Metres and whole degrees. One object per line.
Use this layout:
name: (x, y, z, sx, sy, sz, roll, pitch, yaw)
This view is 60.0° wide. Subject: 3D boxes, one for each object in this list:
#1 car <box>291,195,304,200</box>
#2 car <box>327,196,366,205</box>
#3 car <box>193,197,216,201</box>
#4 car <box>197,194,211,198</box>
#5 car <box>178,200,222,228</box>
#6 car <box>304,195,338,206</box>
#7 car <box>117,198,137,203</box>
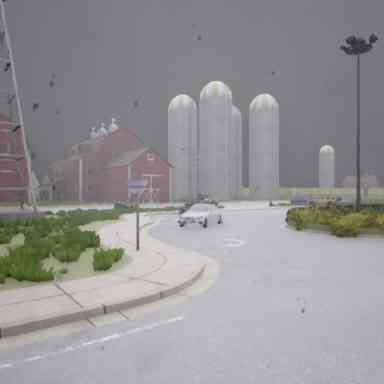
car: (21.456, 1.473, 64.796, 2.242, 1.667, 4.611, 0, 0, -37)
car: (18.907, 1.543, 39.874, 5.357, 1.411, 2.033, 0, 0, -37)
car: (0.561, 1.518, 31.996, 1.784, 1.438, 3.905, 0, 0, -37)
car: (2.199, 1.309, 50.129, 1.905, 1.878, 3.866, 0, 0, -37)
car: (0.674, 1.524, 22.254, 1.812, 1.442, 4.674, 0, 0, 23)
car: (18.336, 1.305, 45.759, 1.932, 1.855, 4.605, 0, 0, -37)
car: (-8.183, 1.504, 41.508, 1.816, 1.474, 4.193, 0, 0, -37)
